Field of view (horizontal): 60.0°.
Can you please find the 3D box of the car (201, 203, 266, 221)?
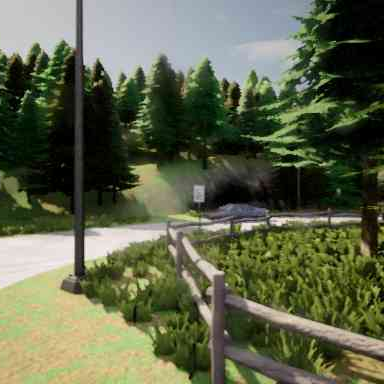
[{"bbox_3d":[3.270,1.575,25.423,5.357,1.411,2.033,0,0,-27],"label":"car"}]
